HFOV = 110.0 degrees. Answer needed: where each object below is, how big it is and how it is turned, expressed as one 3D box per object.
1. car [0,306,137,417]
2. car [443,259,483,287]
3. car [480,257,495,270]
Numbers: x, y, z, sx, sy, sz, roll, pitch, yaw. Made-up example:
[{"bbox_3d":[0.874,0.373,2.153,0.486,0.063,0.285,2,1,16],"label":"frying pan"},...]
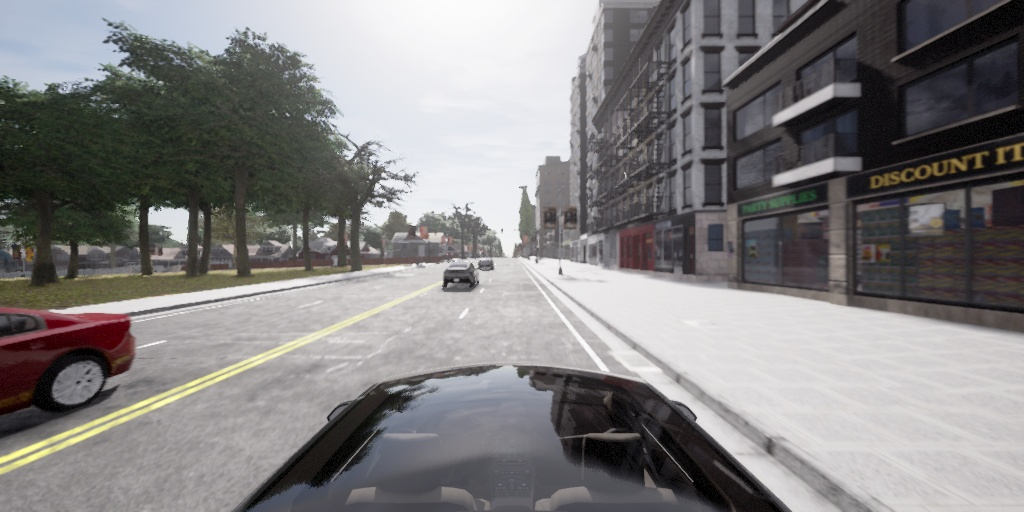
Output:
[{"bbox_3d":[-6.599,1.234,3.256,1.882,1.535,5.008,0,0,0],"label":"car"},{"bbox_3d":[-3.170,1.117,22.851,1.837,1.490,4.892,0,0,0],"label":"car"},{"bbox_3d":[-3.193,0.885,44.697,2.128,1.511,4.902,0,1,0],"label":"car"}]
